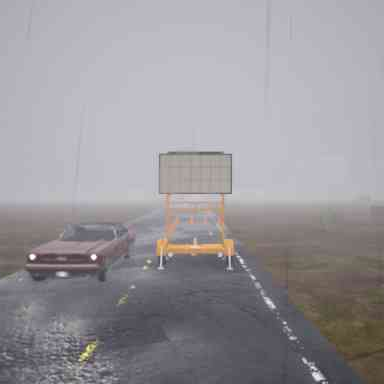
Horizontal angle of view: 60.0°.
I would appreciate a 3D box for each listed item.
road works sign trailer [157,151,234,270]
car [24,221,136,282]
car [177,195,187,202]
[{"bbox_3d":[0.115,0.464,11.066,2.380,3.560,2.880,0,0,1],"label":"road works sign trailer"},{"bbox_3d":[-2.995,1.600,9.927,1.895,1.301,4.718,0,0,1],"label":"car"},{"bbox_3d":[-2.209,1.507,73.854,1.837,1.490,4.892,0,0,1],"label":"car"}]
